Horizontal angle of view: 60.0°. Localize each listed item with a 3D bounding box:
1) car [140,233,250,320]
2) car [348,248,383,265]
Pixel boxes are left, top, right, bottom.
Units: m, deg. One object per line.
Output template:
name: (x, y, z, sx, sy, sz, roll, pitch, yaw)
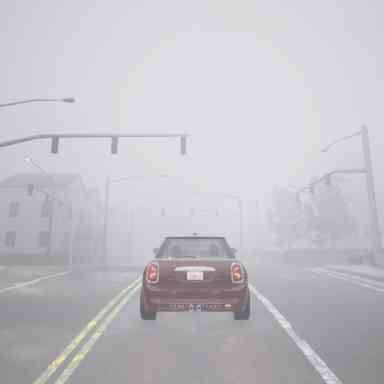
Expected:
car: (0.073, 1.790, 8.224, 2.097, 1.767, 4.553, 0, -6, 0)
car: (16.210, 5.691, 29.058, 4.892, 1.490, 1.837, 0, -12, 1)
